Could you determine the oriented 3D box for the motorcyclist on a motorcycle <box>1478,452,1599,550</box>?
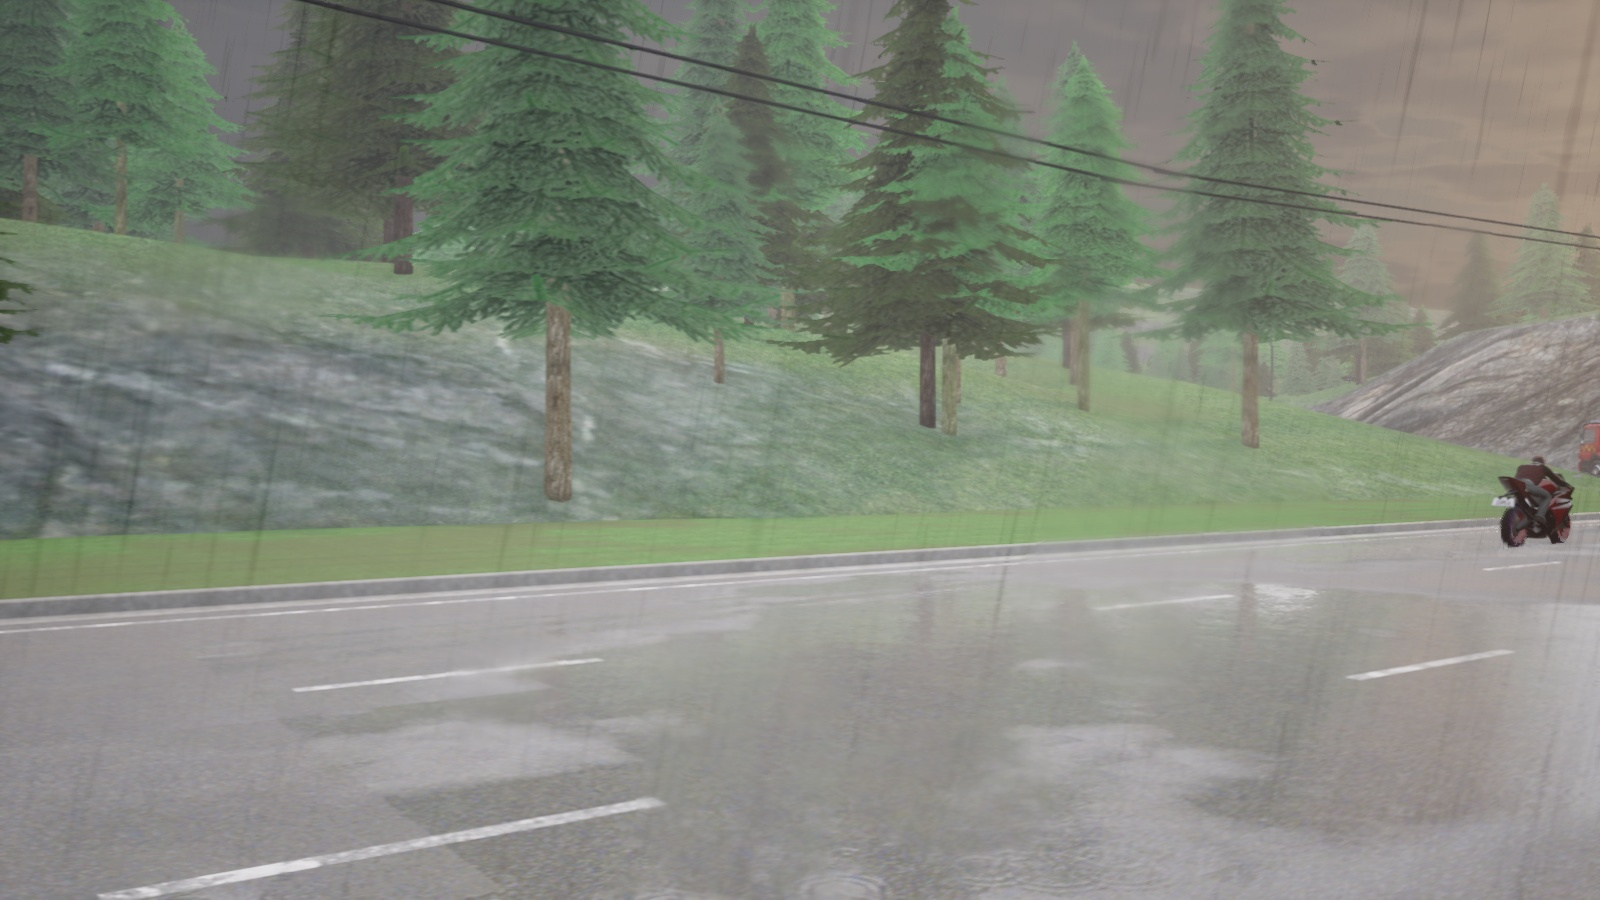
[{"bbox_3d":[12.151,0.805,20.645,2.191,1.530,0.866,0,0,-35],"label":"motorcyclist on a motorcycle"}]

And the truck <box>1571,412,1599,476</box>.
[{"bbox_3d":[49.273,-0.345,73.217,2.891,3.827,8.468,0,0,-5],"label":"truck"}]
